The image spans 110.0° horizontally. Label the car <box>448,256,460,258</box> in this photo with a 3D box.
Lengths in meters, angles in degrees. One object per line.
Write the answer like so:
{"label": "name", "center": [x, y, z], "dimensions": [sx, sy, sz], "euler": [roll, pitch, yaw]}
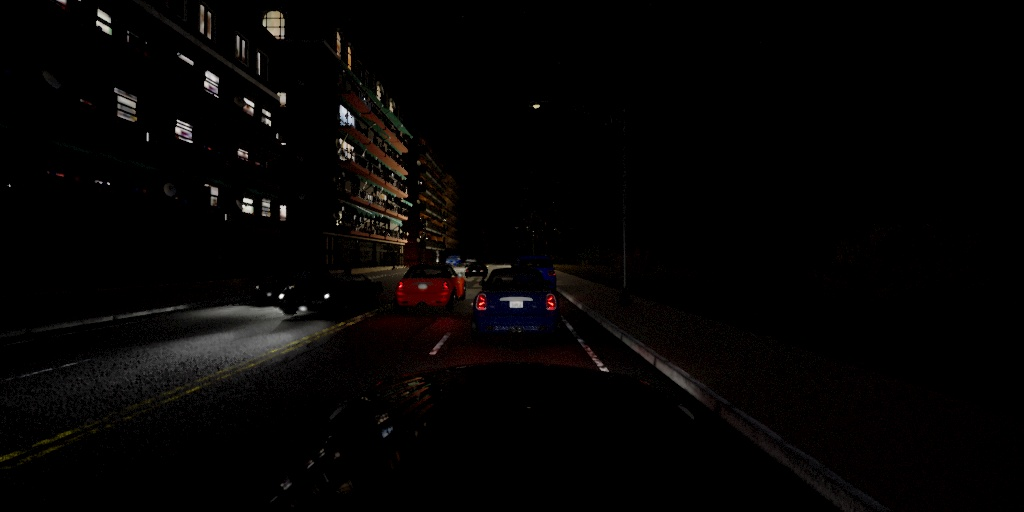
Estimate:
{"label": "car", "center": [-9.835, 0.975, 60.552], "dimensions": [2.150, 2.045, 5.566], "euler": [0, 0, 0]}

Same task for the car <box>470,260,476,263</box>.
{"label": "car", "center": [-3.156, 1.300, 32.295], "dimensions": [2.033, 1.411, 5.357], "euler": [0, 0, 0]}

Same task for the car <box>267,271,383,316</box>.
{"label": "car", "center": [-6.605, 1.352, 13.530], "dimensions": [1.895, 1.301, 4.718], "euler": [0, 0, 0]}

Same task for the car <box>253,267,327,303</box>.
{"label": "car", "center": [-9.853, 1.277, 16.878], "dimensions": [1.812, 1.442, 4.674], "euler": [0, 0, 0]}

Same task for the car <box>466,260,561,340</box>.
{"label": "car", "center": [0.095, 1.103, 10.150], "dimensions": [2.097, 1.767, 4.553], "euler": [0, 0, 0]}

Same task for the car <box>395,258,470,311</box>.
{"label": "car", "center": [-3.150, 1.106, 14.701], "dimensions": [2.097, 1.767, 4.553], "euler": [0, 0, -1]}

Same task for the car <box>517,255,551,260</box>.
{"label": "car", "center": [1.132, 0.977, 19.725], "dimensions": [2.150, 2.045, 5.566], "euler": [0, 0, 0]}
